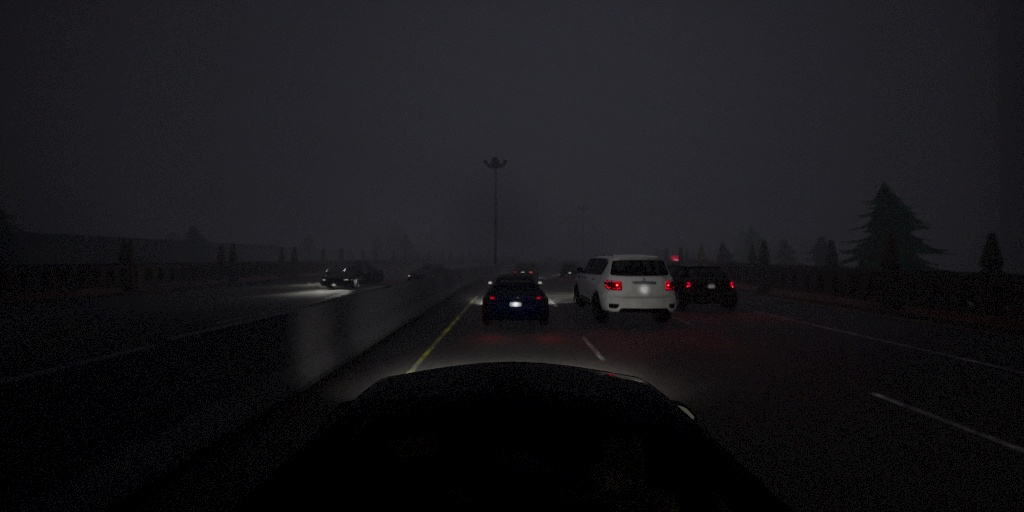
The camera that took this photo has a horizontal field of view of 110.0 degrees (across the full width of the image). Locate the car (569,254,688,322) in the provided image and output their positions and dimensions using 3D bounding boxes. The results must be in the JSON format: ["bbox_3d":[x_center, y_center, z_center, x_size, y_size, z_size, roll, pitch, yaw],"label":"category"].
[{"bbox_3d":[3.611,0.972,12.445,2.150,2.045,5.566,0,0,0],"label":"car"}]

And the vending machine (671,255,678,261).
[{"bbox_3d":[22.601,0.839,49.677,1.100,2.100,0.880,0,0,26],"label":"vending machine"}]

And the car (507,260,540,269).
[{"bbox_3d":[1.210,1.290,29.741,2.033,1.411,5.357,0,0,9],"label":"car"}]

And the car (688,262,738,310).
[{"bbox_3d":[7.133,1.102,14.901,2.097,1.767,4.553,0,0,1],"label":"car"}]

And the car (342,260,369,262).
[{"bbox_3d":[-13.083,1.115,29.175,2.097,1.767,4.553,0,0,8],"label":"car"}]

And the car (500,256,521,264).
[{"bbox_3d":[0.518,1.252,62.162,2.128,1.511,4.902,0,0,27],"label":"car"}]

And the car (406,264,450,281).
[{"bbox_3d":[-6.294,1.301,27.806,2.033,1.411,5.357,0,0,7],"label":"car"}]

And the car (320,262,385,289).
[{"bbox_3d":[-10.204,1.303,23.569,2.033,1.411,5.357,0,0,4],"label":"car"}]

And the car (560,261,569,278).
[{"bbox_3d":[5.602,1.235,34.111,1.837,1.490,4.892,0,0,11],"label":"car"}]

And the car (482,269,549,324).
[{"bbox_3d":[0.111,1.314,11.964,1.994,1.385,4.181,0,0,0],"label":"car"}]
